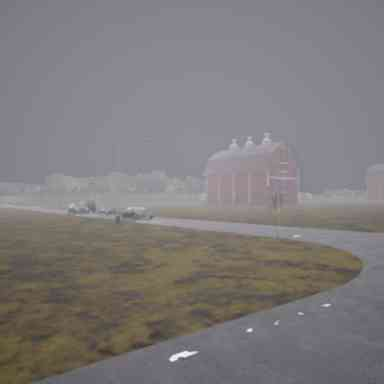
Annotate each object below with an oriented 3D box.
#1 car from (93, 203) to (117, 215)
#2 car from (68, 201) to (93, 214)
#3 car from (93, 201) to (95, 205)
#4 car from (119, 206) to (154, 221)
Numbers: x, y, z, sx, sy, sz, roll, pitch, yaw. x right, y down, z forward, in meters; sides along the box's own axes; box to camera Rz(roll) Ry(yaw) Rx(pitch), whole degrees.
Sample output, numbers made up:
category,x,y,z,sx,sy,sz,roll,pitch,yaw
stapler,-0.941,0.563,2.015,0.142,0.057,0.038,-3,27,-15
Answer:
category,x,y,z,sx,sy,sz,roll,pitch,yaw
car,-12.096,2.592,48.333,2.033,1.411,5.357,1,-2,-35
car,-17.389,2.487,50.916,2.097,1.767,4.553,1,-2,-36
car,-18.070,2.501,56.582,2.150,2.045,5.566,1,-2,-36
car,-5.675,2.166,34.431,1.812,1.442,4.674,1,-2,-36
